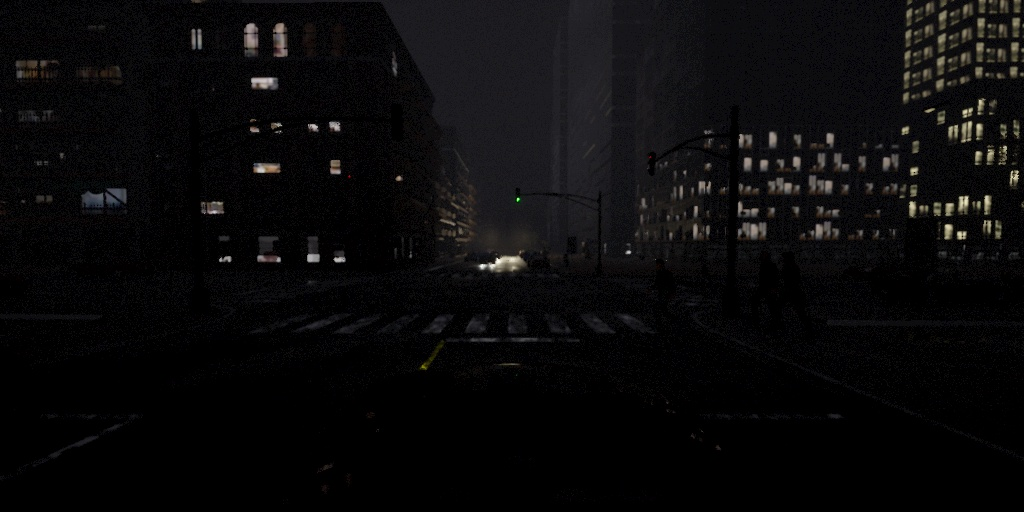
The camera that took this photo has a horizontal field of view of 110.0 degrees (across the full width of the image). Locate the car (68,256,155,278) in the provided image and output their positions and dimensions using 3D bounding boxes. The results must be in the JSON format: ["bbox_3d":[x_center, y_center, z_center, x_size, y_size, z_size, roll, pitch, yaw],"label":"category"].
[{"bbox_3d":[-25.856,0.667,23.208,4.507,1.381,1.888,0,0,1],"label":"car"}]

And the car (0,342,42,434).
[{"bbox_3d":[-5.691,1.298,1.805,2.007,1.370,4.403,0,0,0],"label":"car"}]

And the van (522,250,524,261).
[{"bbox_3d":[2.658,0.025,51.252,1.690,1.789,3.998,0,0,0],"label":"van"}]

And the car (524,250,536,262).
[{"bbox_3d":[2.658,0.372,39.962,1.967,1.591,4.097,0,0,0],"label":"car"}]

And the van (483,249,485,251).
[{"bbox_3d":[-5.691,-0.099,56.863,1.690,1.789,3.998,0,0,0],"label":"van"}]

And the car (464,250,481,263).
[{"bbox_3d":[-5.690,0.251,51.219,1.948,1.339,4.313,0,0,0],"label":"car"}]

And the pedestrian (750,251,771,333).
[{"bbox_3d":[5.764,0.759,8.117,0.375,1.860,0.375,-1,2,0],"label":"pedestrian"}]

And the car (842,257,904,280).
[{"bbox_3d":[23.374,0.801,22.562,4.097,1.591,1.967,0,0,1],"label":"car"}]

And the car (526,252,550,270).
[{"bbox_3d":[2.657,0.600,34.318,1.888,1.381,4.507,0,0,0],"label":"car"}]

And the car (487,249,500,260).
[{"bbox_3d":[-3.030,-0.070,62.904,1.837,1.490,4.892,0,1,1],"label":"car"}]

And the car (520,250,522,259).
[{"bbox_3d":[2.657,0.105,56.897,1.888,1.381,4.507,0,0,0],"label":"car"}]

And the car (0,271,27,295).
[{"bbox_3d":[-22.624,0.995,14.556,4.507,1.381,1.888,0,0,1],"label":"car"}]

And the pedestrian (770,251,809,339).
[{"bbox_3d":[5.740,0.772,7.425,0.375,1.860,0.375,-1,2,0],"label":"pedestrian"}]

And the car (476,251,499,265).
[{"bbox_3d":[-3.078,0.372,45.607,1.994,1.385,4.181,0,1,0],"label":"car"}]

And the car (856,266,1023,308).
[{"bbox_3d":[16.715,1.192,14.019,4.403,1.370,2.007,0,0,1],"label":"car"}]

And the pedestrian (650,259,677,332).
[{"bbox_3d":[3.642,0.899,8.650,0.375,1.860,0.375,-1,2,0],"label":"pedestrian"}]
